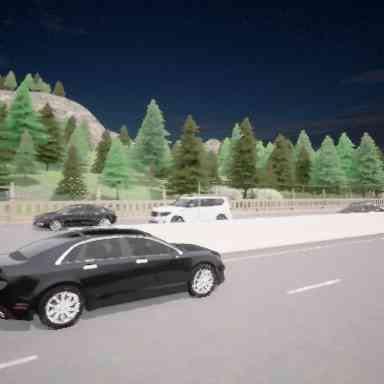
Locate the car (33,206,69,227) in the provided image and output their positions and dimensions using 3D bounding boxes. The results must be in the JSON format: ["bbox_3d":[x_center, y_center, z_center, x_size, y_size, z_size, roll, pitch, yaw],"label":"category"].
[{"bbox_3d":[-7.018,1.515,20.399,4.892,1.490,1.837,1,-1,-35],"label":"car"}]

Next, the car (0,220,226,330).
[{"bbox_3d":[-1.481,1.515,6.957,4.892,1.490,1.837,0,0,-35],"label":"car"}]

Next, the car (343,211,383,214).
[{"bbox_3d":[12.850,1.656,25.423,4.892,1.490,1.837,0,0,-34],"label":"car"}]
